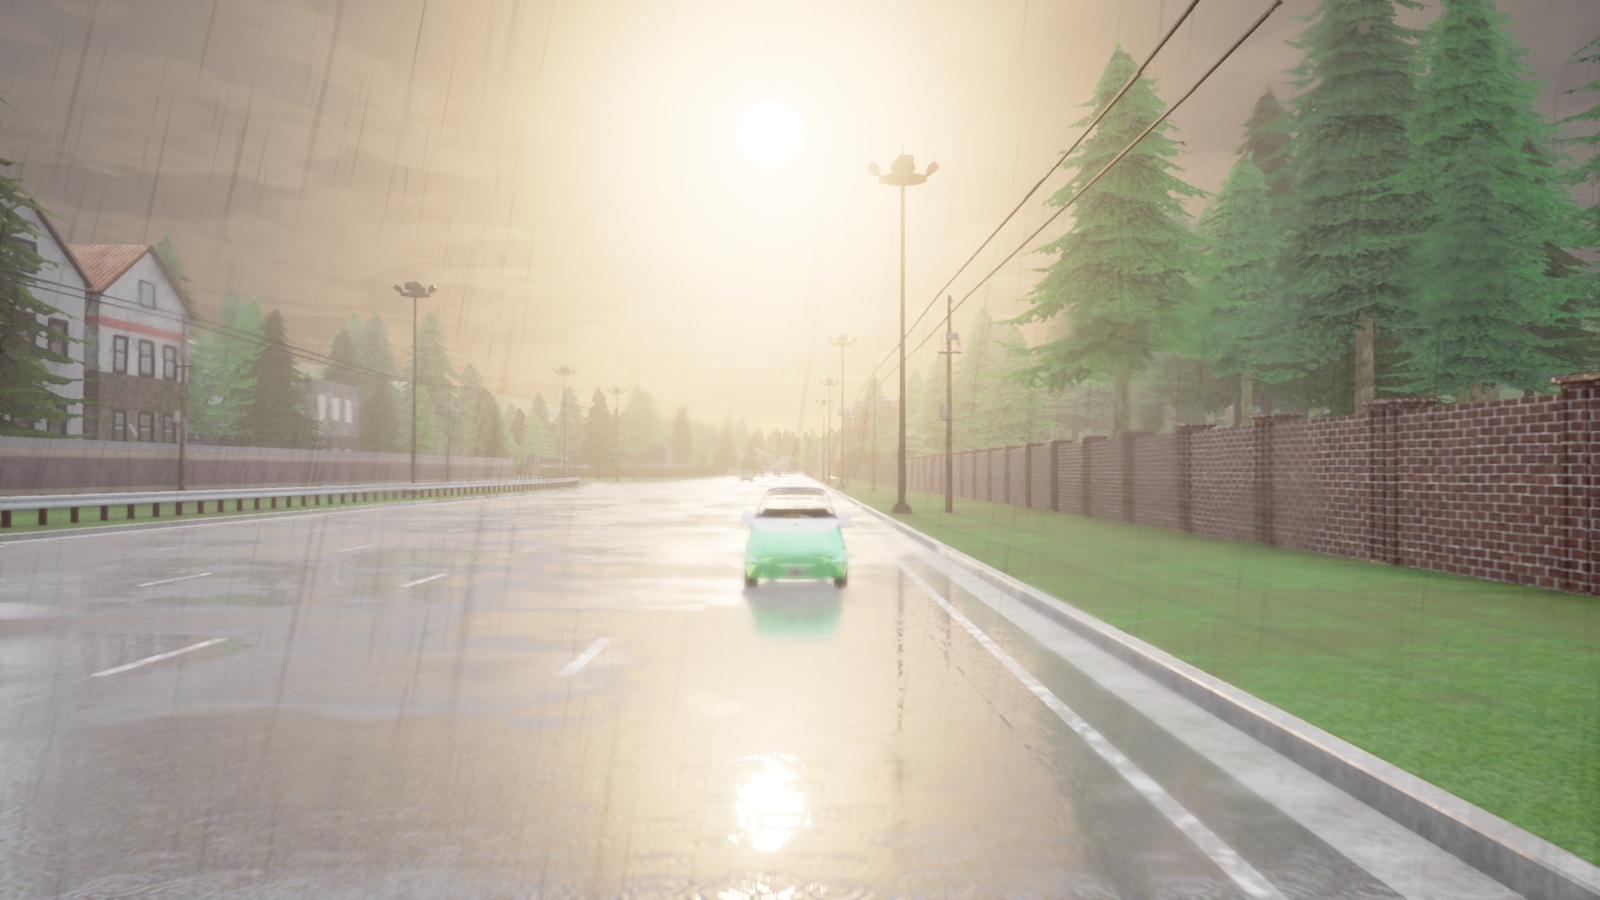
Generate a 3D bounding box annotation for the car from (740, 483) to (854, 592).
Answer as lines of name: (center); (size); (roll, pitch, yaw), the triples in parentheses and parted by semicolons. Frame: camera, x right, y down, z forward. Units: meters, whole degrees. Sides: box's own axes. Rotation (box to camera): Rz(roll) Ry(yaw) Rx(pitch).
car: (-0.042, 1.163, 17.384); (1.481, 1.376, 2.207); (0, 0, 0)
